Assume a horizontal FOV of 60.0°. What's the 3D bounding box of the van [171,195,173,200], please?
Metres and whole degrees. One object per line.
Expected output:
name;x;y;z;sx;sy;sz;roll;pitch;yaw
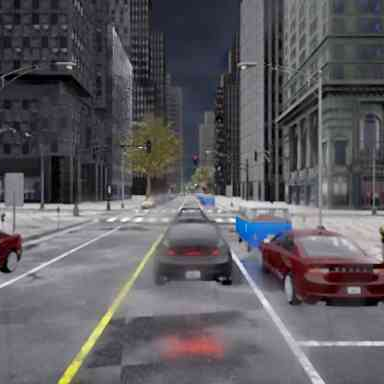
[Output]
van;-5.965;1.331;77.723;1.690;1.788;3.998;0;0;0

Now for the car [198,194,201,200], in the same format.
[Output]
car;2.601;1.528;62.234;1.887;1.381;4.507;0;0;0

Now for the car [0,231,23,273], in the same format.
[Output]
car;-5.797;1.538;7.894;1.887;1.381;4.507;0;0;0

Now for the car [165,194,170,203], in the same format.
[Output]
car;-5.922;1.298;61.856;2.192;1.841;5.009;0;0;0

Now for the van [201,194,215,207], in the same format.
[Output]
van;2.630;1.323;51.407;1.690;1.788;3.998;0;0;0

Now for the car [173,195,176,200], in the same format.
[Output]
car;-5.993;1.563;88.300;1.947;1.339;4.313;0;0;0

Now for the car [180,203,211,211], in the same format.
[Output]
car;-0.038;1.552;18.357;1.994;1.385;4.181;0;0;0

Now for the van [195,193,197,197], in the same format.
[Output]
van;2.515;1.343;94.714;1.690;1.788;3.998;0;0;0

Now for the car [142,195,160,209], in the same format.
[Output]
car;-5.887;1.507;45.817;1.752;1.417;4.829;0;0;0

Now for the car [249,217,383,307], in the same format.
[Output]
car;2.758;1.539;7.898;1.887;1.381;4.507;0;0;0

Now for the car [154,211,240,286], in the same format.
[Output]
car;0.038;1.497;9.410;1.837;1.490;4.892;0;0;0

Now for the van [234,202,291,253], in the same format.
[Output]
van;2.745;1.332;13.423;1.690;1.788;3.998;0;0;0

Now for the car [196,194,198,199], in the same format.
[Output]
car;2.572;1.539;73.060;2.008;1.369;4.403;0;0;0

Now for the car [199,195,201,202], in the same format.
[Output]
car;2.615;1.548;56.820;1.947;1.339;4.313;0;0;0

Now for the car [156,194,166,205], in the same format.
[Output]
car;-5.909;1.527;56.567;1.887;1.381;4.507;0;0;0
